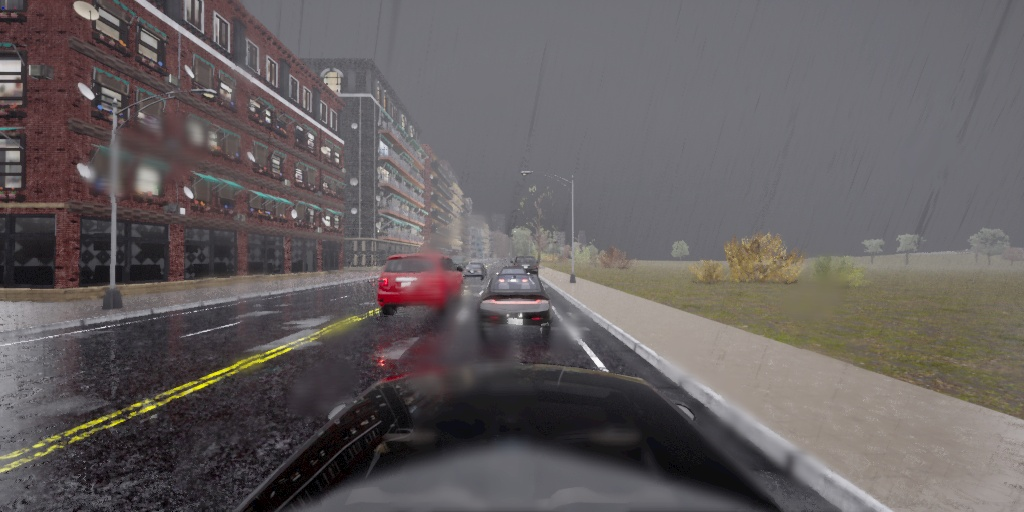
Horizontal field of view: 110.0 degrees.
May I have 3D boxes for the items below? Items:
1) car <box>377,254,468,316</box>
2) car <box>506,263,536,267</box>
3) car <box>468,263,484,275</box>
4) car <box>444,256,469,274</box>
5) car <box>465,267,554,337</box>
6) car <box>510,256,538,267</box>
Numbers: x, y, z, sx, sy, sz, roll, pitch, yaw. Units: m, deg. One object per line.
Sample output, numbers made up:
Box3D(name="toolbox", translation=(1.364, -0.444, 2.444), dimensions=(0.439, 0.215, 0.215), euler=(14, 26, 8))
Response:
Box3D(name="car", translation=(-3.178, 0.971, 13.484), dimensions=(2.150, 2.045, 5.566), euler=(0, 0, 0))
Box3D(name="car", translation=(0.060, 1.301, 20.758), dimensions=(2.033, 1.411, 5.357), euler=(0, 0, 0))
Box3D(name="car", translation=(-3.221, 1.302, 31.317), dimensions=(2.033, 1.411, 5.357), euler=(0, 0, 0))
Box3D(name="car", translation=(-6.699, 0.975, 43.633), dimensions=(2.150, 2.045, 5.566), euler=(0, 0, 0))
Box3D(name="car", translation=(0.081, 1.243, 10.318), dimensions=(2.128, 1.511, 4.902), euler=(0, 0, 0))
Box3D(name="car", translation=(1.069, 0.979, 30.970), dimensions=(2.150, 2.045, 5.566), euler=(0, 0, 0))
